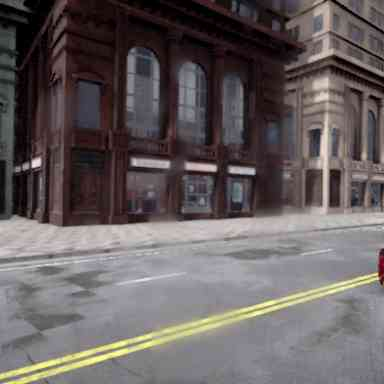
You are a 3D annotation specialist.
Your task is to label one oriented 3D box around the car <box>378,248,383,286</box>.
[{"bbox_3d":[6.478,1.570,8.073,5.008,1.535,1.882,0,0,-35],"label":"car"}]
